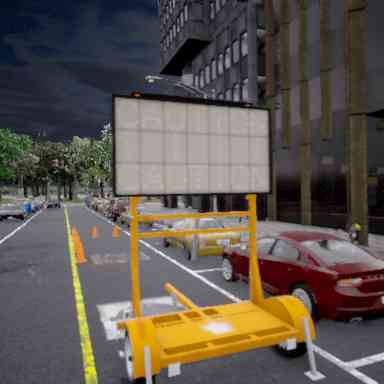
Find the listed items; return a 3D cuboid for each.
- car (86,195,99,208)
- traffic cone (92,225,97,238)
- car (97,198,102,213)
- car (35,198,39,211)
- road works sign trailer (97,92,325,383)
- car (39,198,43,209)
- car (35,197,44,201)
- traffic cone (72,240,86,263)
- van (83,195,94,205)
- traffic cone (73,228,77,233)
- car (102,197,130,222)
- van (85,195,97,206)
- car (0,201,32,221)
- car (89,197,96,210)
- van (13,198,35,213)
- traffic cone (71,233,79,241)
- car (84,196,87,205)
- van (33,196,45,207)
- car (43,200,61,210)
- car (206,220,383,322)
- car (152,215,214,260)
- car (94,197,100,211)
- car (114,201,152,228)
[{"bbox_3d":[-13.606,1.574,47.653,1.967,1.590,4.097,-1,0,-21],"label":"car"},{"bbox_3d":[-4.920,1.998,16.915,0.340,0.580,0.340,-1,0,-21],"label":"traffic cone"},{"bbox_3d":[-7.700,1.613,32.447,2.008,1.369,4.403,-1,0,-21],"label":"car"},{"bbox_3d":[-19.522,1.760,39.340,1.752,1.417,4.829,-1,0,-21],"label":"car"},{"bbox_3d":[0.018,0.451,4.894,2.380,3.560,2.880,-1,0,-21],"label":"road works sign trailer"},{"bbox_3d":[-21.550,1.825,44.567,1.947,1.339,4.313,-1,0,-21],"label":"car"},{"bbox_3d":[-23.458,1.809,49.478,1.752,1.417,4.829,-1,0,-21],"label":"car"},{"bbox_3d":[-3.681,1.989,10.960,0.340,0.580,0.340,-1,0,-21],"label":"traffic cone"},{"bbox_3d":[-19.512,1.549,62.859,1.690,1.788,3.998,-1,0,-21],"label":"van"},{"bbox_3d":[-5.128,2.005,14.689,0.340,0.580,0.340,-1,0,-21],"label":"traffic cone"},{"bbox_3d":[-5.736,1.354,27.377,2.192,1.841,5.009,-1,0,-21],"label":"car"},{"bbox_3d":[-17.544,1.524,57.791,1.690,1.788,3.998,-1,0,-21],"label":"van"},{"bbox_3d":[-15.646,1.754,29.361,1.947,1.339,4.313,-1,0,-21],"label":"car"},{"bbox_3d":[-11.636,1.654,42.585,1.887,1.381,4.507,-1,0,-21],"label":"car"},{"bbox_3d":[-17.618,1.553,34.429,1.690,1.788,3.998,-1,0,-21],"label":"van"},{"bbox_3d":[-4.404,1.997,12.824,0.340,0.580,0.340,-1,0,-21],"label":"traffic cone"},{"bbox_3d":[-15.576,1.473,52.722,2.192,1.841,5.009,-1,0,-21],"label":"car"},{"bbox_3d":[-27.458,1.675,59.774,1.690,1.788,3.998,-1,0,-21],"label":"van"},{"bbox_3d":[-19.655,1.828,47.324,1.895,1.301,4.718,-1,0,-21],"label":"car"},{"bbox_3d":[2.140,1.495,7.103,1.887,1.381,4.507,-1,0,-21],"label":"car"},{"bbox_3d":[0.111,1.498,12.330,1.752,1.417,4.829,-1,0,-21],"label":"car"},{"bbox_3d":[-9.730,1.612,37.674,1.752,1.417,4.829,-1,0,-21],"label":"car"},{"bbox_3d":[-3.826,1.543,22.467,1.752,1.417,4.829,-1,0,-21],"label":"car"}]
